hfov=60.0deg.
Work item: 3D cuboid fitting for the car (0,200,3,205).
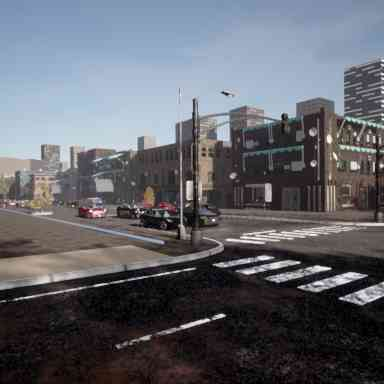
[{"bbox_3d":[-43.383,2.547,78.478,2.008,1.369,4.403,-1,0,-37],"label":"car"}]

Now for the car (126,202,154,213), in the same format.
[{"bbox_3d":[-6.853,1.966,43.588,1.802,1.307,4.206,-2,0,-37],"label":"car"}]

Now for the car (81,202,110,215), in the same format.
[{"bbox_3d":[-11.839,1.975,40.619,1.812,1.442,4.674,-1,0,-36],"label":"car"}]

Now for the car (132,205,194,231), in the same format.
[{"bbox_3d":[-2.045,1.815,22.948,1.947,1.339,4.313,-2,0,-37],"label":"car"}]

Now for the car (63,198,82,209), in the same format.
[{"bbox_3d":[-19.511,2.094,56.214,2.128,1.511,4.902,-1,0,-37],"label":"car"}]

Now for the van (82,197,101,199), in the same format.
[{"bbox_3d":[-16.798,1.907,56.890,1.690,1.788,3.998,-1,0,-37],"label":"van"}]

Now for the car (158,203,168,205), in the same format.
[{"bbox_3d":[-3.541,1.904,39.155,1.802,1.307,4.206,-2,0,-37],"label":"car"}]

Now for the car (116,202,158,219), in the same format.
[{"bbox_3d":[-5.718,1.825,32.412,2.128,1.511,4.902,-1,0,-37],"label":"car"}]

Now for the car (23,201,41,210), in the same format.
[{"bbox_3d":[-26.717,2.233,56.171,1.752,1.417,4.829,-1,0,-37],"label":"car"}]

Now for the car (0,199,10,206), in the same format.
[{"bbox_3d":[-46.696,2.598,82.912,1.887,1.381,4.507,-1,0,-37],"label":"car"}]

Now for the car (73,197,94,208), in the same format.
[{"bbox_3d":[-20.112,1.940,61.324,2.192,1.841,5.009,-1,0,-37],"label":"car"}]

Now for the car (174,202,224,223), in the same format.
[{"bbox_3d":[0.494,1.738,29.336,1.837,1.490,4.892,-1,0,-36],"label":"car"}]

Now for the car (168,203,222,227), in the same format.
[{"bbox_3d":[0.262,1.783,24.384,1.994,1.385,4.181,-1,0,-38],"label":"car"}]

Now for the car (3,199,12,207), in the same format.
[{"bbox_3d":[-40.073,2.380,74.043,1.967,1.590,4.097,-1,0,-37],"label":"car"}]

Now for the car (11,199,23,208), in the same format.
[{"bbox_3d":[-33.445,2.376,65.176,2.008,1.369,4.403,-1,0,-37],"label":"car"}]

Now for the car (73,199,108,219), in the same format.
[{"bbox_3d":[-10.256,1.847,34.136,1.967,1.590,4.097,-2,0,-37],"label":"car"}]

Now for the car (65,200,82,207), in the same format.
[{"bbox_3d":[-23.419,2.228,65.759,1.887,1.381,4.507,-1,0,-37],"label":"car"}]

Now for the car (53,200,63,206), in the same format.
[{"bbox_3d":[-30.045,2.364,74.628,1.947,1.339,4.313,-1,0,-37],"label":"car"}]
